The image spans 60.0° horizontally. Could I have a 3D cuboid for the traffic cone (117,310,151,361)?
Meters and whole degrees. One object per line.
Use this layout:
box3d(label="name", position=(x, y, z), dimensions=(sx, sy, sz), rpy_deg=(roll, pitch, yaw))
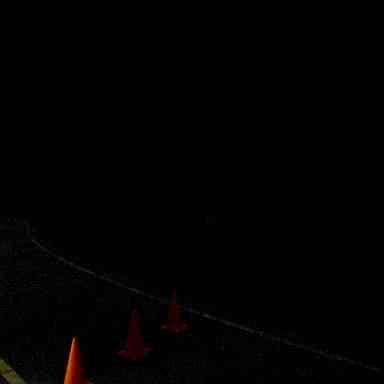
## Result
box3d(label="traffic cone", position=(-0.803, 1.938, 4.617), dimensions=(0.340, 0.580, 0.340), rpy_deg=(1, 1, 31))

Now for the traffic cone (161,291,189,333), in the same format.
box3d(label="traffic cone", position=(-0.284, 1.931, 5.468), dimensions=(0.340, 0.580, 0.340), rpy_deg=(1, 1, 31))

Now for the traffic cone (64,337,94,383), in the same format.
box3d(label="traffic cone", position=(-1.321, 1.945, 3.766), dimensions=(0.340, 0.580, 0.340), rpy_deg=(1, 1, 31))
